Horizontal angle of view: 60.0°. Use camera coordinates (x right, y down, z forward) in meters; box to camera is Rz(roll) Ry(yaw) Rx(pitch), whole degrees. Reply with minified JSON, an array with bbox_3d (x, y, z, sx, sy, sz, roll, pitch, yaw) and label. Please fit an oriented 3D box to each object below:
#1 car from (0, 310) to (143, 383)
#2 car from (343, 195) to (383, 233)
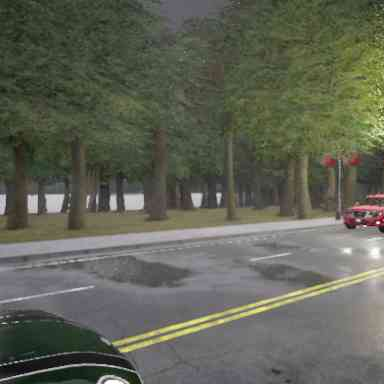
[{"bbox_3d":[-2.421,1.354,1.709,4.553,1.767,2.097,0,0,-36],"label":"car"},{"bbox_3d":[11.282,1.182,19.651,5.566,2.045,2.150,0,0,-35],"label":"car"}]
